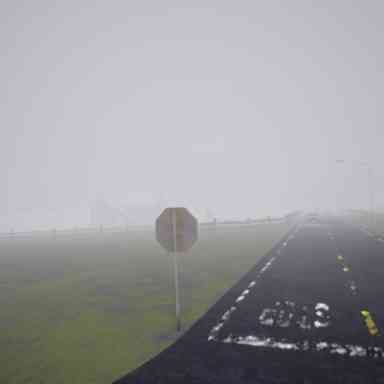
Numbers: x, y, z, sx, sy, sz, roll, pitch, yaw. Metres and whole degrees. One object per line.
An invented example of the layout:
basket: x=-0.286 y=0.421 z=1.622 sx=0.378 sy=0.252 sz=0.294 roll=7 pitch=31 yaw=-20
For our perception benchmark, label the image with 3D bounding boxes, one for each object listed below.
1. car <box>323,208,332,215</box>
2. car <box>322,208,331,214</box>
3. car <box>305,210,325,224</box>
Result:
car: x=31.482 y=4.659 z=77.307 sx=1.994 sy=1.385 sz=4.181 roll=-3 pitch=-3 yaw=20
car: x=35.005 y=4.959 z=86.700 sx=2.128 sy=1.511 sz=4.902 roll=-3 pitch=-3 yaw=20
car: x=15.737 y=3.346 z=43.206 sx=2.033 sy=1.411 sz=5.357 roll=-3 pitch=-3 yaw=20
